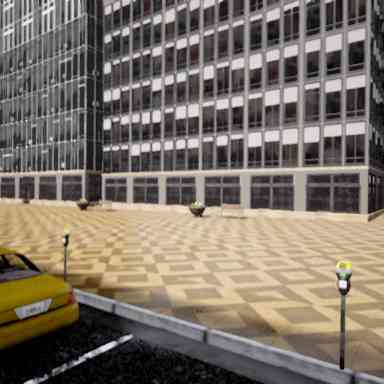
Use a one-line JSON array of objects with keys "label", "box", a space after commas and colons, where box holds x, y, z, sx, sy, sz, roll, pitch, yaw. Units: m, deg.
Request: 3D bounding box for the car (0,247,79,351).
[{"label": "car", "box": [-3.948, 1.484, 5.702, 4.829, 1.417, 1.752, 0, 1, 36]}]
